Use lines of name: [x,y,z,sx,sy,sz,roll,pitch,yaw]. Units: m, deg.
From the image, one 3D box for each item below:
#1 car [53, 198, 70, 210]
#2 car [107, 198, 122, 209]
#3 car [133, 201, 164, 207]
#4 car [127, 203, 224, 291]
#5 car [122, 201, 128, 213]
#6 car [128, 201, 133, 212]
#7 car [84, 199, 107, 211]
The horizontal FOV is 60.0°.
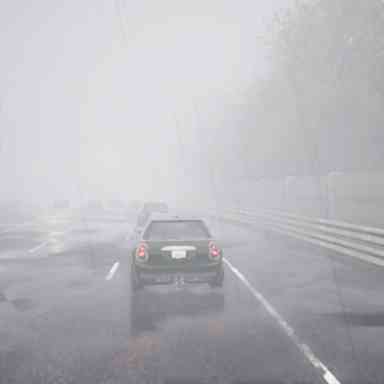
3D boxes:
car: [-17.681,1.559,45.005,2.128,1.511,4.902,0,0,-25]
car: [-11.287,1.544,47.894,1.882,1.535,5.008,0,0,-25]
car: [-2.477,1.381,21.266,2.097,1.767,4.553,0,0,-12]
car: [-0.531,1.365,9.283,2.097,1.767,4.553,0,0,-7]
car: [-5.658,1.594,34.007,2.033,1.411,5.357,0,0,-16]
car: [-3.810,1.584,27.309,2.033,1.411,5.357,0,0,-15]
car: [-12.567,1.608,42.242,2.033,1.411,5.357,0,0,-23]
